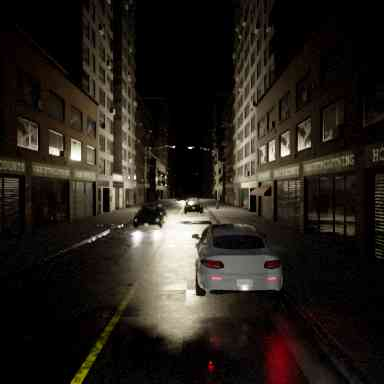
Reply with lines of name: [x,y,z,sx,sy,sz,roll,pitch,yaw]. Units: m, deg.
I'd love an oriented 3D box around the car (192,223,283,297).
car: [0.988,1.527,8.491,1.812,1.442,4.674,0,0,0]

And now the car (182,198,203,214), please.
car: [0.171,1.582,35.738,1.994,1.385,4.181,0,0,1]

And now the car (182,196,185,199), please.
car: [0.151,1.523,45.708,2.128,1.511,4.902,0,0,0]

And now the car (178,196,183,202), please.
car: [-2.493,1.665,82.922,1.994,1.385,4.181,0,0,0]

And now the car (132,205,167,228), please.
car: [-2.682,1.553,22.263,2.033,1.411,5.357,0,0,0]
